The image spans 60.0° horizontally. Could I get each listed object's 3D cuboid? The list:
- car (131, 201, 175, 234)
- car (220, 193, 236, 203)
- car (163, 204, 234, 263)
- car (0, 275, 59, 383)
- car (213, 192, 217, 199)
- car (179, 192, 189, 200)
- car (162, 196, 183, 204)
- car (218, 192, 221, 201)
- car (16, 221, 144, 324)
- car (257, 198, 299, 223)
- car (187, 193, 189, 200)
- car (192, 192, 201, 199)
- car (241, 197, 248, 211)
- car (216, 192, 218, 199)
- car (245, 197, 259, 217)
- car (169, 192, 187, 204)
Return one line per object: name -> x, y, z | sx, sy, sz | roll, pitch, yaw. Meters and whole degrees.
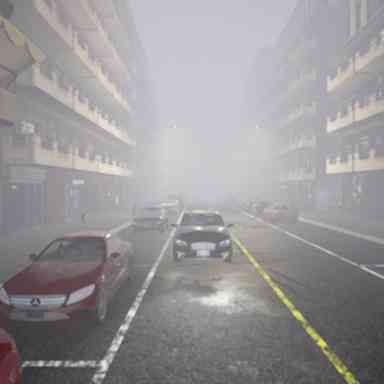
car -> -2.207, 1.433, 18.178 | 2.008, 1.369, 4.403 | -1, 0, 0
car -> 6.474, 1.205, 57.297 | 1.947, 1.339, 4.313 | -1, 0, 0
car -> 0.351, 1.411, 11.765 | 2.128, 1.511, 4.902 | 0, 1, 1
car -> -2.337, 1.571, 1.373 | 1.802, 1.307, 4.206 | -1, 0, 0
car -> 6.645, 0.940, 79.704 | 1.967, 1.590, 4.097 | -1, 0, 0
car -> -1.779, 0.846, 74.195 | 2.192, 1.841, 5.009 | -1, 0, 0
car -> -2.121, 1.362, 29.382 | 2.008, 1.369, 4.403 | -1, 0, 0
car -> 6.517, 1.155, 62.900 | 2.008, 1.369, 4.403 | -1, 0, 0
car -> -2.293, 1.536, 6.975 | 1.802, 1.307, 4.206 | -1, 0, 0
car -> 6.216, 1.375, 23.856 | 1.752, 1.417, 4.829 | -1, 0, 0
car -> -1.819, 1.116, 68.594 | 2.008, 1.369, 4.403 | -1, 0, 0
car -> 0.969, 0.846, 80.136 | 2.097, 1.767, 4.553 | 0, 0, 0
car -> 6.300, 1.220, 34.890 | 1.967, 1.590, 4.097 | -1, 0, 0
car -> 6.562, 1.093, 68.671 | 1.752, 1.417, 4.829 | -1, 0, 0
car -> 6.258, 1.381, 29.288 | 1.947, 1.339, 4.313 | -1, 0, 0
car -> -2.038, 1.056, 40.584 | 2.192, 1.841, 5.009 | -1, 0, 0
